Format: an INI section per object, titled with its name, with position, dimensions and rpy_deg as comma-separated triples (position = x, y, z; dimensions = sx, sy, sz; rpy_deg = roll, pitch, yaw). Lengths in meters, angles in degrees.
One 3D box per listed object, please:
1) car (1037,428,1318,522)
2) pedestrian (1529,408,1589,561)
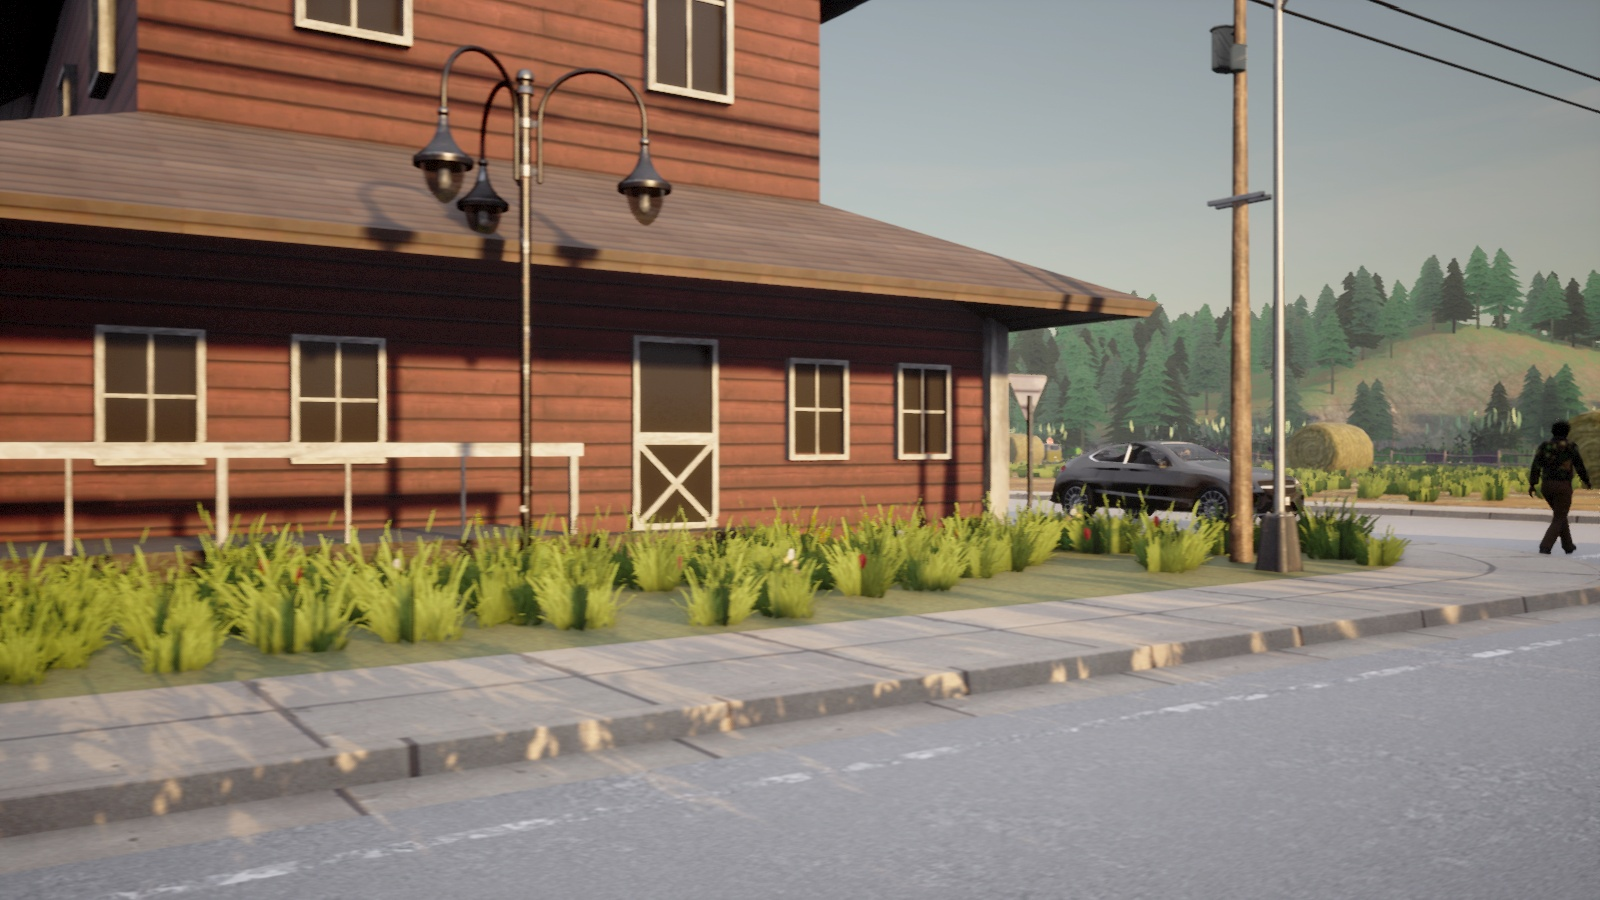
[car]
position = 7.268, 0.444, 24.706
dimensions = 2.152, 1.651, 5.027
rpy_deg = 0, 0, -35
[pedestrian]
position = 9.806, 0.432, 16.217
dimensions = 0.692, 1.930, 0.395
rpy_deg = 0, 0, -34
